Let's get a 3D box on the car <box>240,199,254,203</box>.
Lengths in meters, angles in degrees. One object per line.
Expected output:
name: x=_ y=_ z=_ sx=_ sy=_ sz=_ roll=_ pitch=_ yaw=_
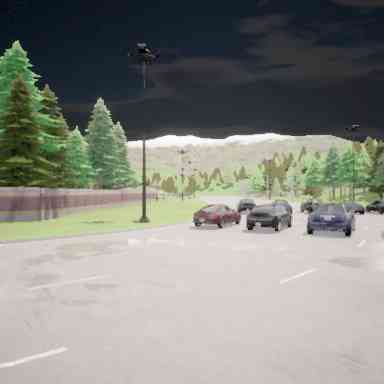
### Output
car: x=5.793 y=1.513 z=35.488 sx=1.837 sy=1.490 sz=4.892 roll=0 pitch=0 yaw=4

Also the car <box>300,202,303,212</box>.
car: x=12.772 y=1.492 z=34.948 sx=2.128 sy=1.511 sz=4.902 roll=0 pitch=0 yaw=4

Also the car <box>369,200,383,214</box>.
car: x=19.751 y=1.530 z=34.409 sx=1.812 sy=1.442 sz=4.674 roll=0 pitch=0 yaw=4

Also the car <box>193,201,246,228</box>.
car: x=1.723 y=1.530 z=21.948 sx=1.812 sy=1.442 sz=4.674 roll=0 pitch=0 yaw=29

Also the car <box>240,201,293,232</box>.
car: x=4.782 y=1.513 z=20.249 sx=1.837 sy=1.490 sz=4.892 roll=0 pitch=0 yaw=29

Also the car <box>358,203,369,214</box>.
car: x=16.262 y=1.570 z=34.679 sx=1.994 sy=1.385 sz=4.181 roll=0 pitch=0 yaw=4

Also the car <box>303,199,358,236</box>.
car: x=7.828 y=1.363 z=18.523 sx=2.097 sy=1.767 sz=4.553 roll=0 pitch=0 yaw=29
